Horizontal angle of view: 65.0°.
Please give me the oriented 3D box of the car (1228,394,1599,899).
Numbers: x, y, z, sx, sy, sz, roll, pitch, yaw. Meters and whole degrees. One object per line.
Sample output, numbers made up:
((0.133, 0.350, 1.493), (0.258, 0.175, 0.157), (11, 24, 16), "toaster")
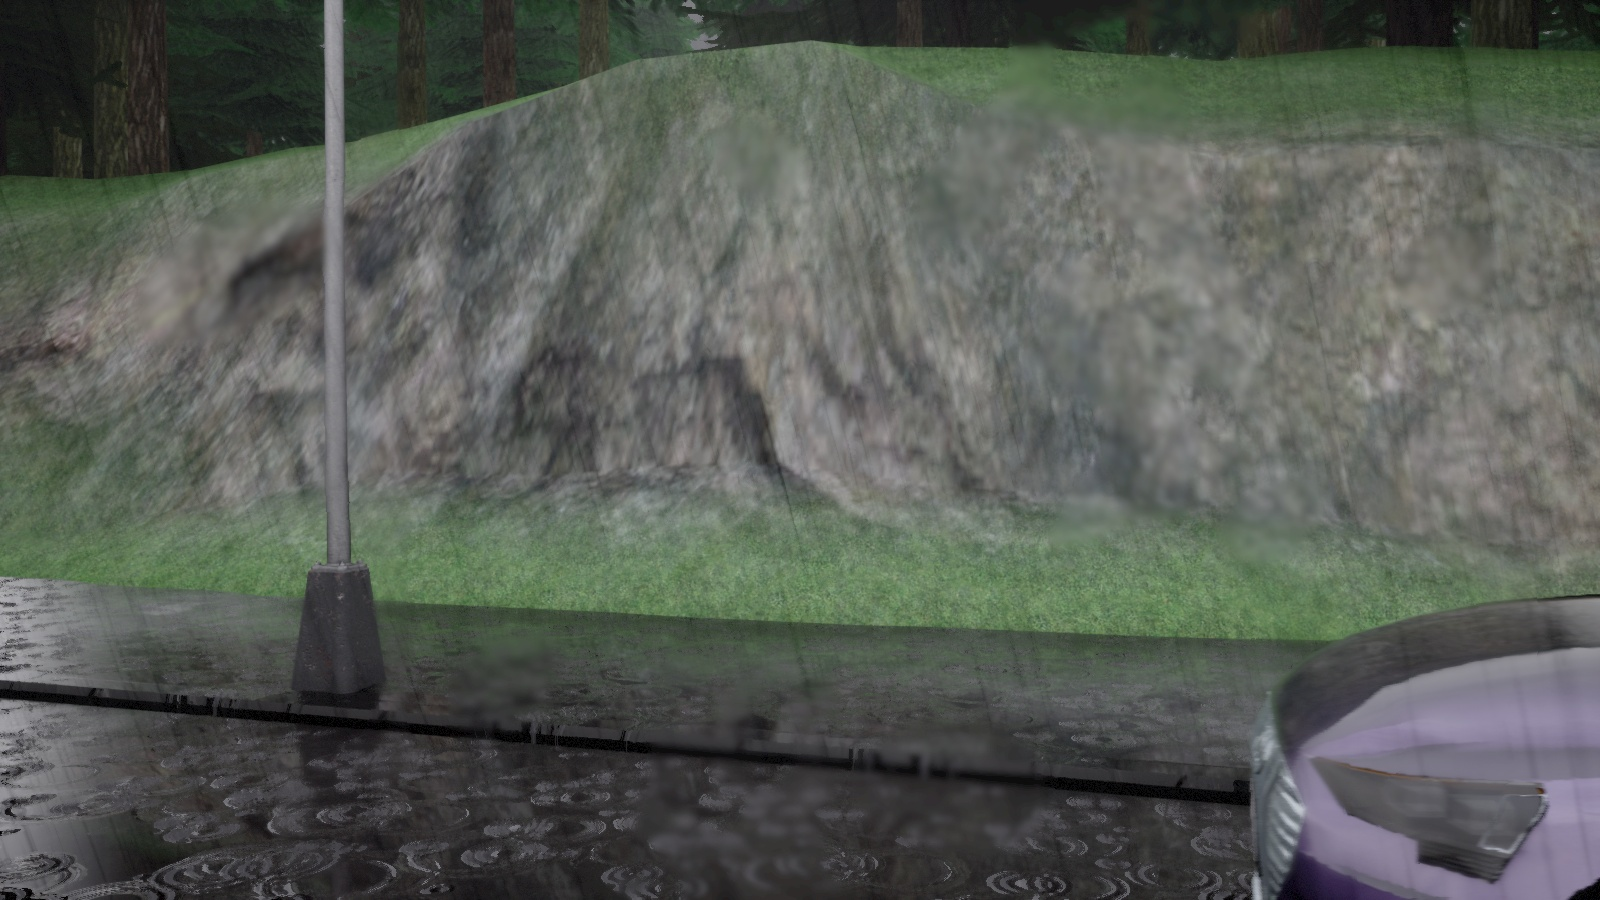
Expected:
((3.451, 0.729, 2.563), (4.856, 1.649, 2.033), (1, 1, 19), "car")
